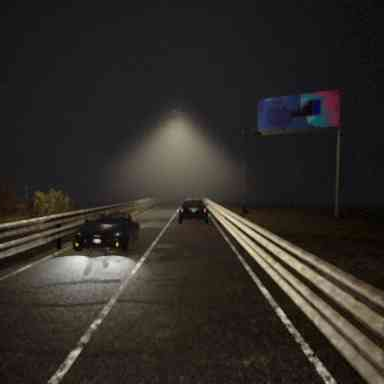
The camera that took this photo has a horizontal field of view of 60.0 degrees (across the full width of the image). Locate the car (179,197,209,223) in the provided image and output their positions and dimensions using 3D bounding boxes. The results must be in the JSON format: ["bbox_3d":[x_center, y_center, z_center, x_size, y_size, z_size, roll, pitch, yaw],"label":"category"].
[{"bbox_3d":[0.106,1.283,24.808,2.097,1.767,4.553,0,0,0],"label":"car"}]

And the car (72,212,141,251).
[{"bbox_3d":[-3.344,1.525,13.685,1.994,1.385,4.181,0,0,0],"label":"car"}]

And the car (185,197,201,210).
[{"bbox_3d":[0.111,1.388,41.566,1.837,1.490,4.892,0,1,0],"label":"car"}]
